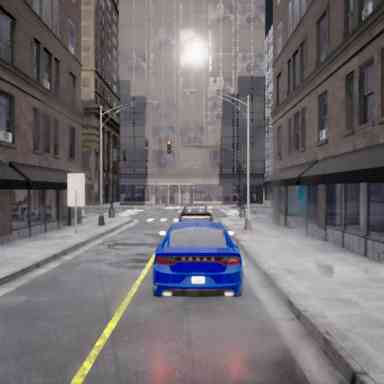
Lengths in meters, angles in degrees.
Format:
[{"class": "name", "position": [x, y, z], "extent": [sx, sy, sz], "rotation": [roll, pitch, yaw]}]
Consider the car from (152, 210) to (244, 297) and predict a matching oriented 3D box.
[{"class": "car", "position": [0.125, 1.471, 8.611], "extent": [1.882, 1.535, 5.008], "rotation": [0, 0, 0]}]

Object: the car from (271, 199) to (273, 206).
[{"class": "car", "position": [12.780, 1.047, 41.670], "extent": [5.566, 2.045, 2.150], "rotation": [0, 0, 0]}]

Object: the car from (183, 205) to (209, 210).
[{"class": "car", "position": [0.181, 1.475, 19.057], "extent": [2.128, 1.511, 4.902], "rotation": [0, 0, -1]}]
